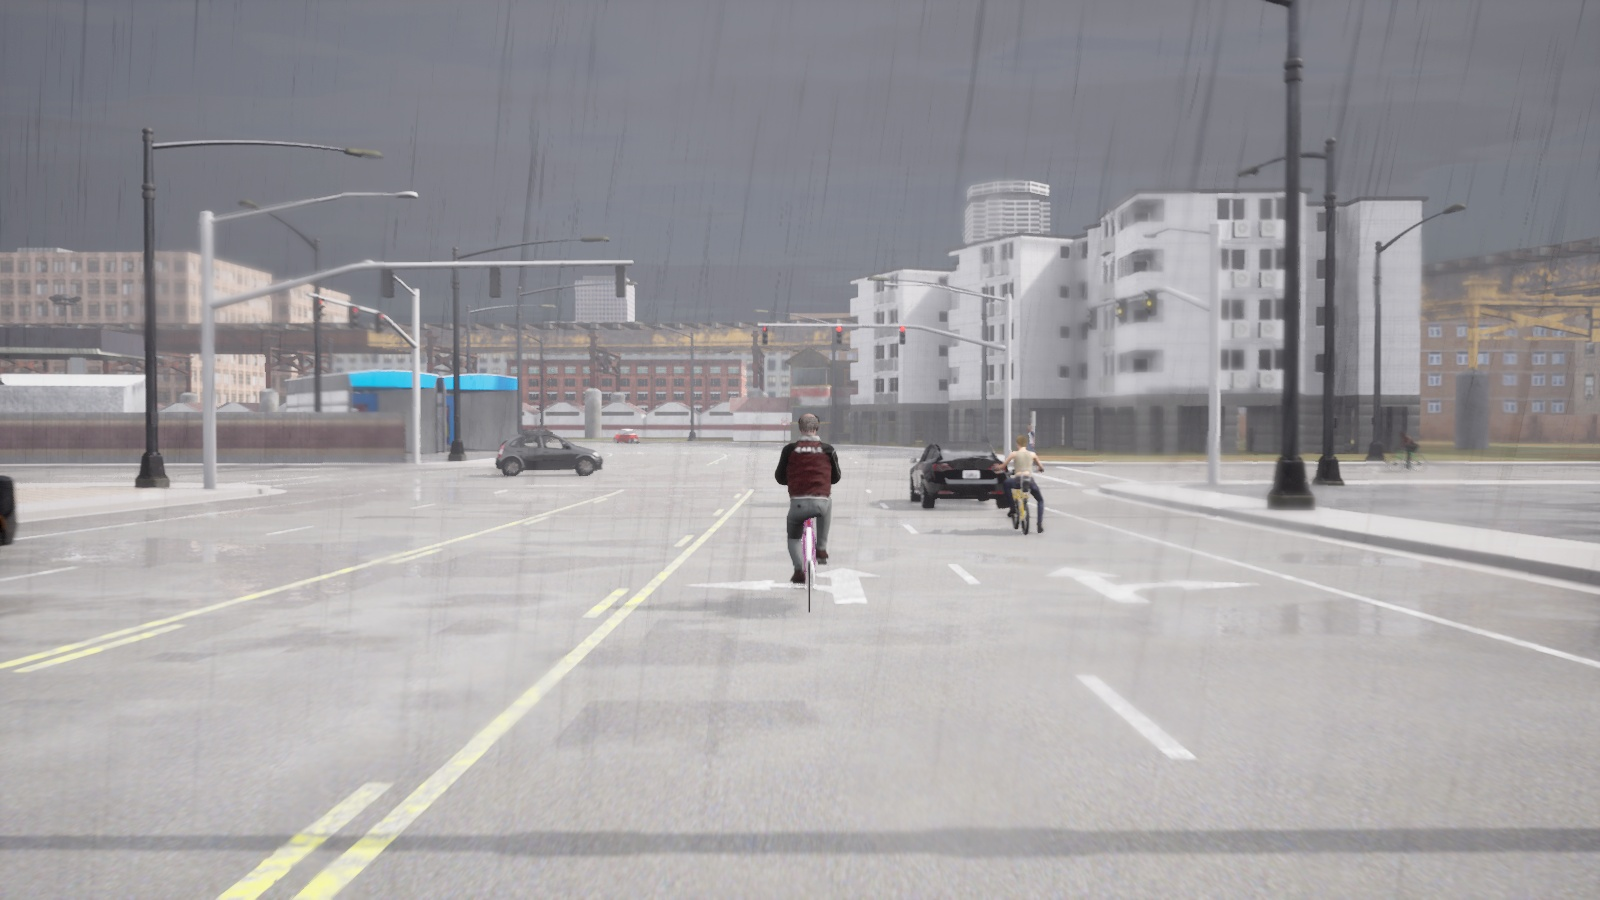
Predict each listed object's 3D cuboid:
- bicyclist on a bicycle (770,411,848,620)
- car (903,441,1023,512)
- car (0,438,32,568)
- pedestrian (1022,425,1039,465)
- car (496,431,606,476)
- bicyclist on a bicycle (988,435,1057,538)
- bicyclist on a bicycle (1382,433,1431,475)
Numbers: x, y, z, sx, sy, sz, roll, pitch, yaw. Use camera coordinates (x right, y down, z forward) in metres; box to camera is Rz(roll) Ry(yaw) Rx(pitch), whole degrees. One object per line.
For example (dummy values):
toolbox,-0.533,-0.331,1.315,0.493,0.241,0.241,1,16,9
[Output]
bicyclist on a bicycle,0.082,0.550,11.632,0.659,1.776,1.843,0,1,0
car,3.686,0.546,29.233,2.163,1.488,4.792,0,1,0
car,-10.411,0.641,12.955,1.882,1.535,5.008,0,0,0
pedestrian,10.469,-0.230,56.986,0.706,1.836,0.354,0,1,-2
car,-9.372,0.111,47.225,3.988,1.617,1.851,0,1,-13
bicyclist on a bicycle,3.632,0.563,20.595,0.866,1.612,1.509,0,1,1
bicyclist on a bicycle,24.176,0.151,50.051,1.656,1.620,0.582,0,1,-1
